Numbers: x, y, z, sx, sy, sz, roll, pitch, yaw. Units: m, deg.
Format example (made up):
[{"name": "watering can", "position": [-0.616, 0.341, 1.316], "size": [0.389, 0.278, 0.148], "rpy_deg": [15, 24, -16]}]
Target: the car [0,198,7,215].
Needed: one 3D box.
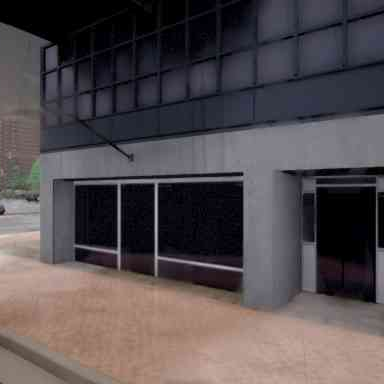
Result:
[{"name": "car", "position": [-17.894, 1.491, 27.199], "size": [2.128, 1.511, 4.902], "rpy_deg": [0, 0, 36]}]

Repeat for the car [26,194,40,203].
[{"name": "car", "position": [-30.237, 1.153, 64.728], "size": [4.605, 1.855, 1.932], "rpy_deg": [0, 0, 35]}]
